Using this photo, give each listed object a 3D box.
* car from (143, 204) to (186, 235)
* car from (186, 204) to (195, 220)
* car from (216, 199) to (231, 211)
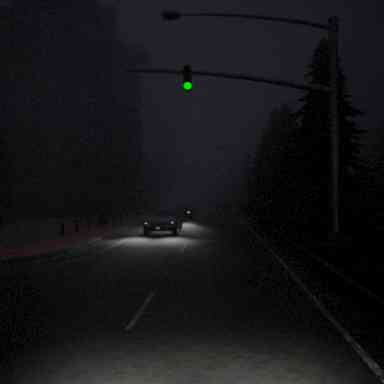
[{"bbox_3d":[-1.640,1.663,20.060,1.812,1.442,4.674,-1,0,5],"label":"car"},{"bbox_3d":[-0.789,1.783,29.868,1.895,1.301,4.718,-1,0,5],"label":"car"},{"bbox_3d":[4.190,1.676,44.439,1.882,1.535,5.008,-1,0,5],"label":"car"}]
